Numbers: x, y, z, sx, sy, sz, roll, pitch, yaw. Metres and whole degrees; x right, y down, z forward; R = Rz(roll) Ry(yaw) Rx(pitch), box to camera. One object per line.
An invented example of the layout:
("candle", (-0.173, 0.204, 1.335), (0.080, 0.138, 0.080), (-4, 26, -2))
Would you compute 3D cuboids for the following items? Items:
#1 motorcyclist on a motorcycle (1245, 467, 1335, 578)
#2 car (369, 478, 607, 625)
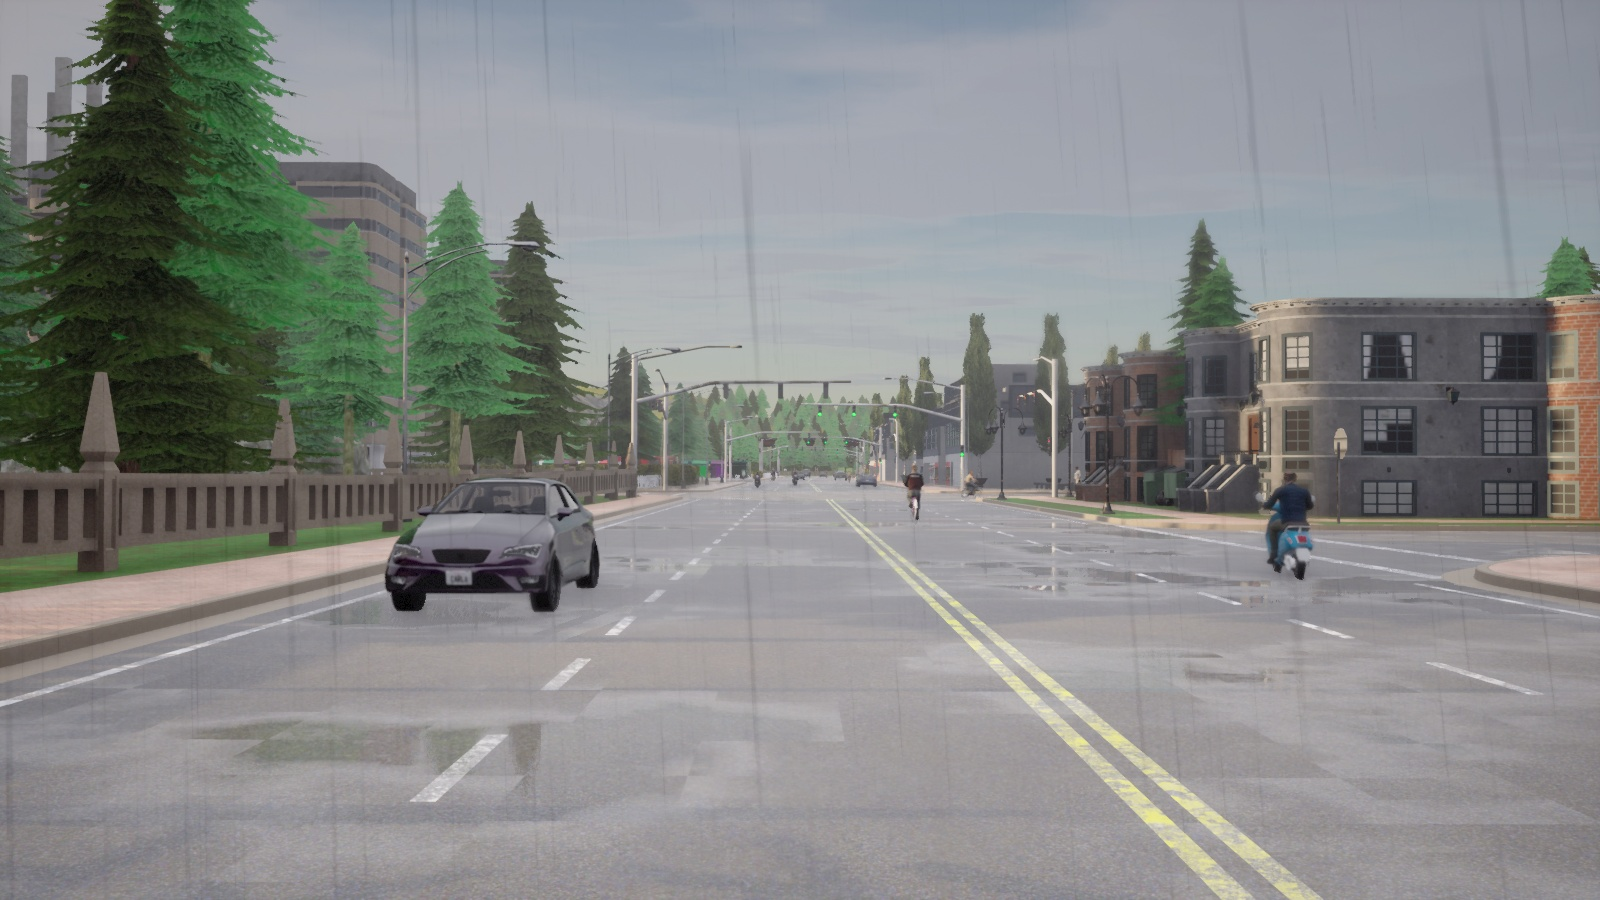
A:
("motorcyclist on a motorcycle", (7.382, 1.056, 18.994), (0.866, 1.590, 1.817), (0, -1, 8))
("car", (-3.535, 1.094, 15.035), (1.816, 1.474, 4.193), (0, -1, 0))
